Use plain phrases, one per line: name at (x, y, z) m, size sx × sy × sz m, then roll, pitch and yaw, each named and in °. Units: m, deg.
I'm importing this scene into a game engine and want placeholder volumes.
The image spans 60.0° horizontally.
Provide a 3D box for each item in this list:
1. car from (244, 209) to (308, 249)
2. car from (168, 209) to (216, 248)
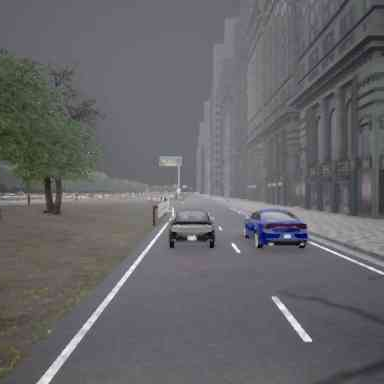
car at (3.500, 1.481, 14.650) m, size 1.882 × 1.535 × 5.008 m, roll 0°, pitch 0°, yaw 0°
car at (0.001, 1.492, 14.651) m, size 2.128 × 1.511 × 4.902 m, roll 0°, pitch 0°, yaw 0°
